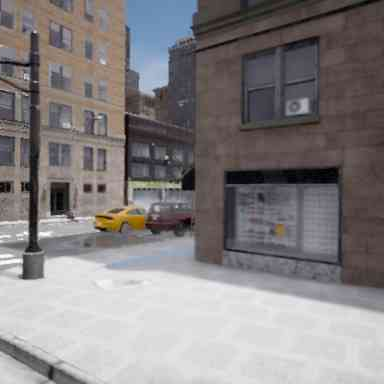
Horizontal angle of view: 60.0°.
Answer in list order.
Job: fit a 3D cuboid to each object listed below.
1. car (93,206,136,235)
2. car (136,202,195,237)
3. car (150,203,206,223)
[{"bbox_3d":[-3.604,1.612,20.110,1.882,1.535,5.008,1,0,36],"label":"car"},{"bbox_3d":[-0.570,1.495,19.454,2.192,1.841,5.009,0,-1,36],"label":"car"},{"bbox_3d":[-1.084,1.740,28.952,2.033,1.411,5.357,1,0,36],"label":"car"}]
